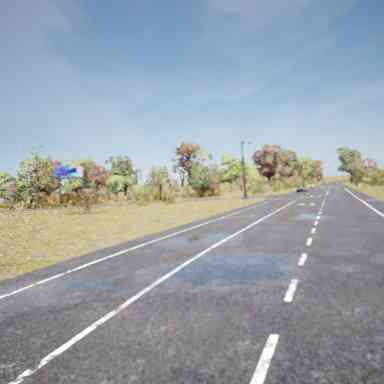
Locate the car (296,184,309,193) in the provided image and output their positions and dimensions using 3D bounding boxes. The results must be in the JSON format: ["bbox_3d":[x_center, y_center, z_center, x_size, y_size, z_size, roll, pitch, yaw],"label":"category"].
[{"bbox_3d":[23.229,-0.441,70.725,1.895,1.301,4.718,-4,0,23],"label":"car"}]
